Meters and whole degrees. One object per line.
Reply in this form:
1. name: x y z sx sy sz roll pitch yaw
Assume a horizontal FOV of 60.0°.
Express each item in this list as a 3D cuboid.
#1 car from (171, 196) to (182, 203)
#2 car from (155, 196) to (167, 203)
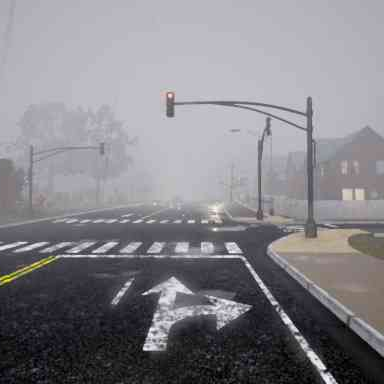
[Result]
1. car: -3.085 1.536 67.855 1.812 1.442 4.674 0 0 5
2. car: -6.319 1.497 68.173 1.882 1.535 5.008 0 0 5
